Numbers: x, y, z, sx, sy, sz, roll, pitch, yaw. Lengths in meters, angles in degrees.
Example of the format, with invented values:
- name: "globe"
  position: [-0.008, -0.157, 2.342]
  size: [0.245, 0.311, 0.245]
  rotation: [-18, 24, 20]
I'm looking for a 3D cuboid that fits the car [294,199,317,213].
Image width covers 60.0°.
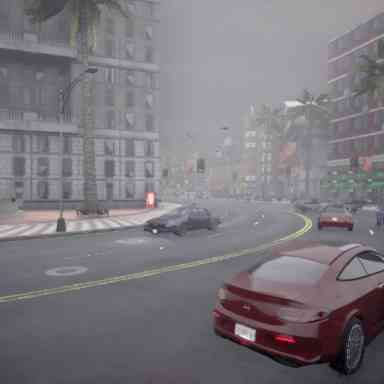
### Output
- name: "car"
  position: [12.413, 1.468, 36.082]
  size: [2.128, 1.511, 4.902]
  rotation: [0, 0, 3]

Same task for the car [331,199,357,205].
- name: "car"
  position: [15.883, 1.470, 35.565]
  size: [2.128, 1.511, 4.902]
  rotation: [0, 0, 4]

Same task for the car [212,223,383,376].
- name: "car"
  position: [2.314, 1.522, 5.608]
  size: [4.674, 1.442, 1.812]
  rotation: [0, 0, -43]

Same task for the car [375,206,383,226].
- name: "car"
  position: [12.491, 1.467, 20.303]
  size: [1.882, 1.535, 5.008]
  rotation: [0, 0, 22]

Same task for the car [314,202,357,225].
- name: "car"
  position: [9.066, 1.552, 21.143]
  size: [1.994, 1.385, 4.181]
  rotation: [0, 0, 23]

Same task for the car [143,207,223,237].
- name: "car"
  position: [-0.282, 1.532, 18.388]
  size: [2.033, 1.411, 5.357]
  rotation: [0, 0, 35]
